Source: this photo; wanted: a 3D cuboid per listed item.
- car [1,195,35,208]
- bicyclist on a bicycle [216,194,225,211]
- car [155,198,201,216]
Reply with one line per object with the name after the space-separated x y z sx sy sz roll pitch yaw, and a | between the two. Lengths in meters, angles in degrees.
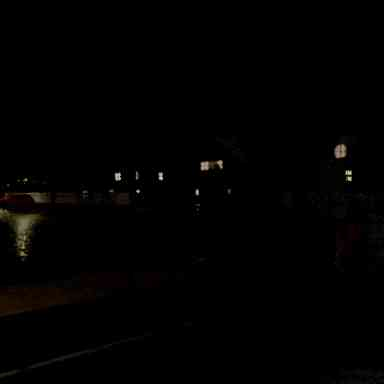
-23.282 1.142 44.488 4.553 1.767 2.097 0 2 25 | car
2.728 1.029 32.085 0.582 1.620 1.656 0 3 38 | bicyclist on a bicycle
-1.425 1.346 31.446 4.902 1.511 2.128 0 3 37 | car
